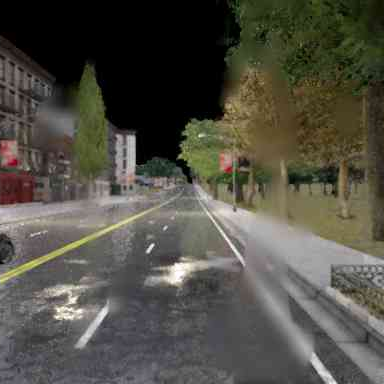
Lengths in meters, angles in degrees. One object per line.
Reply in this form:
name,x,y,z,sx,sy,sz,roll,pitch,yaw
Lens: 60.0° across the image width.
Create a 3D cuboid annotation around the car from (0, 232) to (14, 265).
car,-6.583,1.534,8.728,1.994,1.385,4.181,0,0,0
